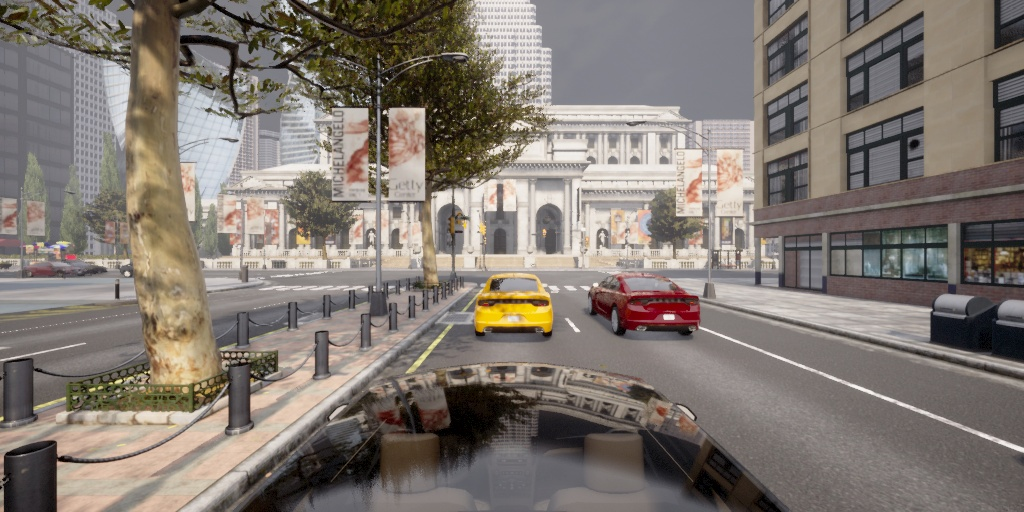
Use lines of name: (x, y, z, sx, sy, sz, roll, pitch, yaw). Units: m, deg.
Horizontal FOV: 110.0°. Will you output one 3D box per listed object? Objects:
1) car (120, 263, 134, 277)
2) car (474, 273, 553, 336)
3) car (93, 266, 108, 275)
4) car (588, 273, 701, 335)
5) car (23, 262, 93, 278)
car: (-34.180, 1.255, 34.044, 4.892, 1.490, 1.837, 0, 0, 0)
car: (0.055, 1.228, 10.381, 1.882, 1.535, 5.008, 0, 0, 1)
car: (-45.808, 1.297, 37.500, 5.357, 1.411, 2.033, 0, 0, -1)
car: (3.557, 1.228, 10.560, 1.882, 1.535, 5.008, 0, 0, 0)
car: (-43.379, 1.276, 34.012, 4.674, 1.442, 1.812, 0, 0, -1)
